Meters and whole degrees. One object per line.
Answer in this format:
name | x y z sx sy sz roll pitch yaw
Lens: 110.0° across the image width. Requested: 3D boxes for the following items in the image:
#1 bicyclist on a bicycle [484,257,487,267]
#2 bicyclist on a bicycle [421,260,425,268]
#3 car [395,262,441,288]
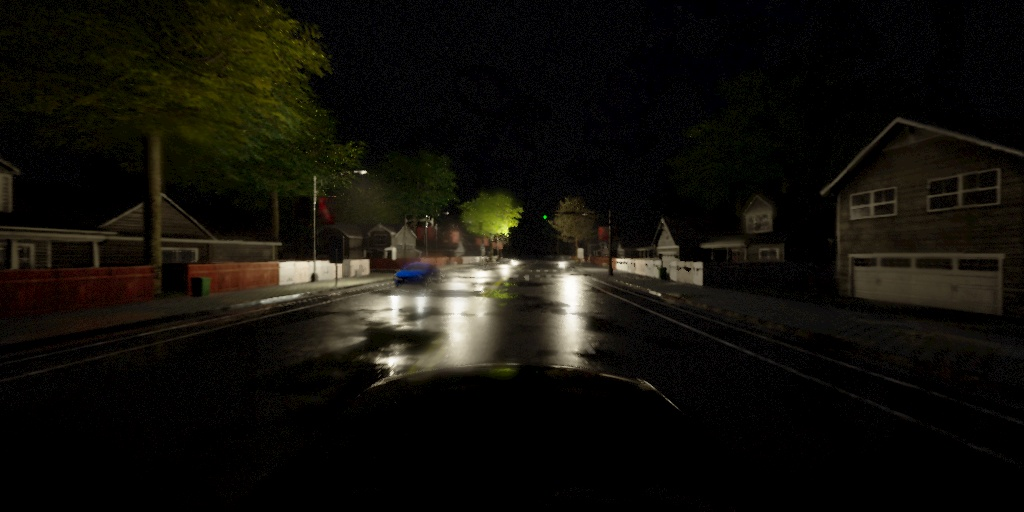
bicyclist on a bicycle | -4.401 0.978 59.178 0.659 1.776 1.843 0 0 5
bicyclist on a bicycle | -7.857 1.148 31.463 0.866 1.612 1.509 0 0 3
car | -6.062 1.200 23.565 1.882 1.535 5.008 0 0 3
